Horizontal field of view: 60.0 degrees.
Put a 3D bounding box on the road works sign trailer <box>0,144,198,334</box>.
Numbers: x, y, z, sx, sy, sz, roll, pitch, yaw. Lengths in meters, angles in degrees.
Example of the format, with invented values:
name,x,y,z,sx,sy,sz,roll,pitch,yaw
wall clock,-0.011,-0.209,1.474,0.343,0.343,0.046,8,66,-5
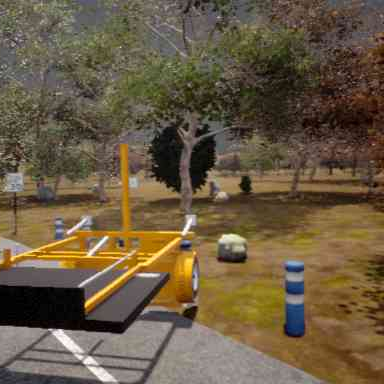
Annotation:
name,x,y,z,sx,sy,sz,roll,pitch,yaw
road works sign trailer,-1.345,0.693,4.322,2.380,2.880,3.560,-1,3,11
